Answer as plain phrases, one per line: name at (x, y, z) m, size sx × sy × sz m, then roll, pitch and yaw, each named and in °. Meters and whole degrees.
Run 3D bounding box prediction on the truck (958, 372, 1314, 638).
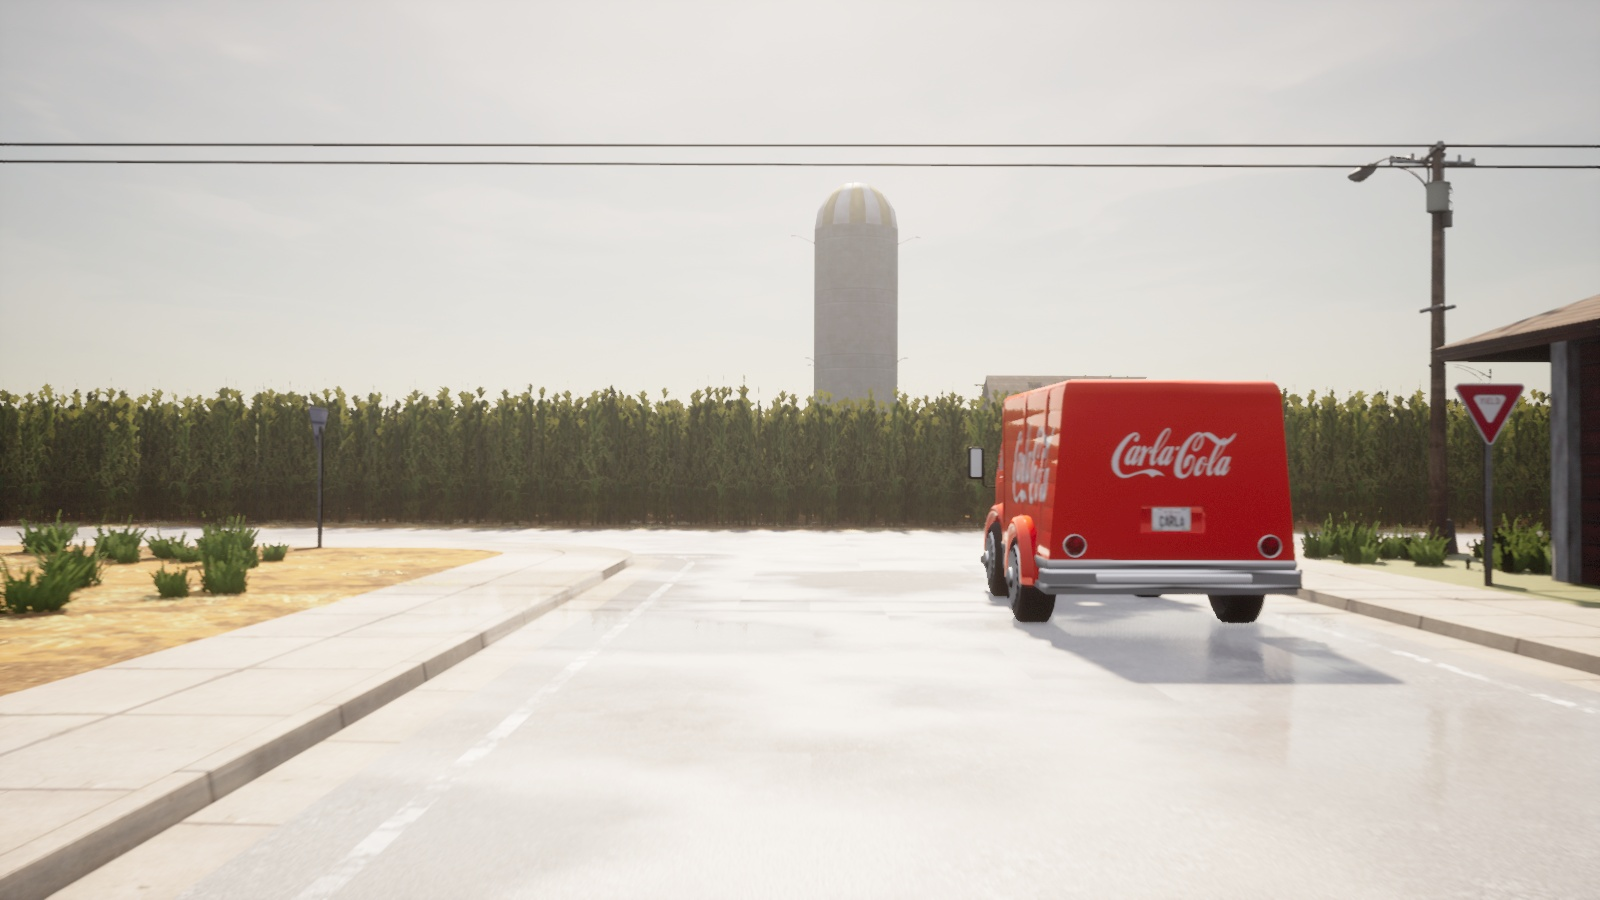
truck at (3.466, 0.554, 14.333) m, size 2.627 × 2.467 × 5.204 m, roll 0°, pitch -1°, yaw 0°
